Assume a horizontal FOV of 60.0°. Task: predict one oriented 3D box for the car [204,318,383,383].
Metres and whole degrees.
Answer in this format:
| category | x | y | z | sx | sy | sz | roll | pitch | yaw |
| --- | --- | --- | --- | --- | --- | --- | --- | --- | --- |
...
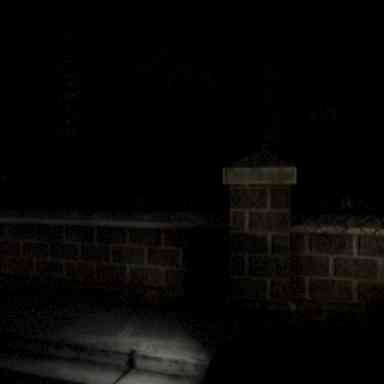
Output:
| category | x | y | z | sx | sy | sz | roll | pitch | yaw |
| --- | --- | --- | --- | --- | --- | --- | --- | --- | --- |
| car | 2.361 | 1.528 | 2.239 | 4.674 | 1.442 | 1.812 | 0 | 0 | 16 |
